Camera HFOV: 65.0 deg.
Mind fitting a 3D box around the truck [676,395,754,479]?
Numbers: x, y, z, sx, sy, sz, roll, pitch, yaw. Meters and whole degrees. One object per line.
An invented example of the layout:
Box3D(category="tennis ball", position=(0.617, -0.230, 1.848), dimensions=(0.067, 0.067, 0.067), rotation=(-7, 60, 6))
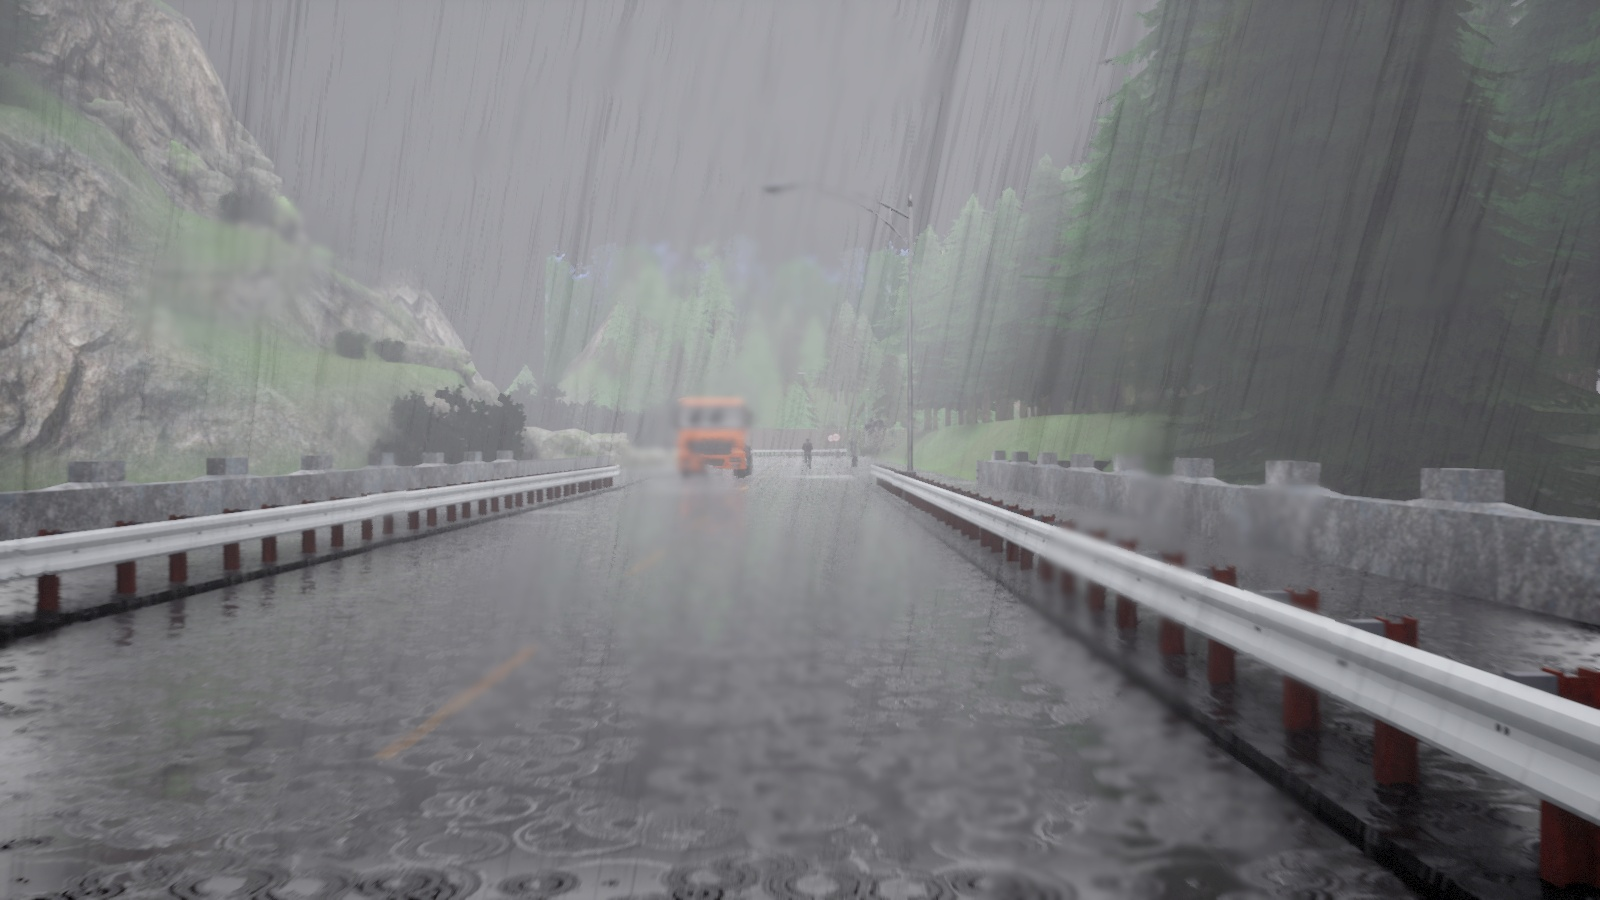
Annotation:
Box3D(category="truck", position=(-3.653, -0.553, 55.861), dimensions=(2.891, 3.462, 7.936), rotation=(0, 0, 0))
